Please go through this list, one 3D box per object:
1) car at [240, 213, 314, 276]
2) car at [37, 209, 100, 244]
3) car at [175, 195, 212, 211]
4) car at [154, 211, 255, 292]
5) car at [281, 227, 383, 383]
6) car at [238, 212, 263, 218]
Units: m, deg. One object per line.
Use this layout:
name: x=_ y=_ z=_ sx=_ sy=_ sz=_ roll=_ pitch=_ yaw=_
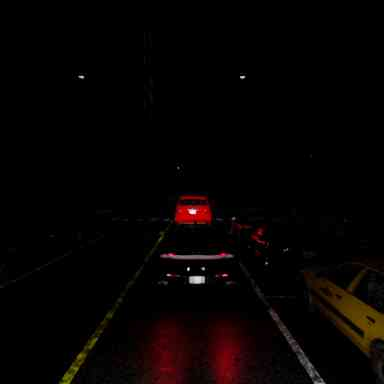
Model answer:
car: x=2.867 y=1.565 z=10.190 sx=1.947 sy=1.339 sz=4.313 roll=-1 pitch=0 yaw=0
car: x=-5.678 y=1.543 z=15.773 sx=1.887 sy=1.381 sz=4.507 roll=-1 pitch=0 yaw=0
car: x=0.091 y=1.222 z=21.239 sx=2.150 sy=2.045 sz=5.566 roll=0 pitch=0 yaw=1
car: x=0.099 y=1.492 z=8.907 sx=2.128 sy=1.511 sz=4.902 roll=0 pitch=0 yaw=0
car: x=2.866 y=1.525 z=4.774 sx=1.752 sy=1.417 sz=4.829 roll=-1 pitch=0 yaw=0
car: x=2.867 y=1.580 z=15.776 sx=1.802 sy=1.307 sz=4.206 roll=-1 pitch=0 yaw=0
